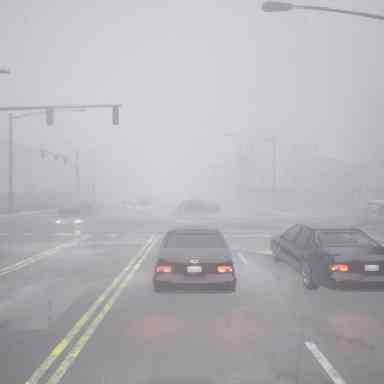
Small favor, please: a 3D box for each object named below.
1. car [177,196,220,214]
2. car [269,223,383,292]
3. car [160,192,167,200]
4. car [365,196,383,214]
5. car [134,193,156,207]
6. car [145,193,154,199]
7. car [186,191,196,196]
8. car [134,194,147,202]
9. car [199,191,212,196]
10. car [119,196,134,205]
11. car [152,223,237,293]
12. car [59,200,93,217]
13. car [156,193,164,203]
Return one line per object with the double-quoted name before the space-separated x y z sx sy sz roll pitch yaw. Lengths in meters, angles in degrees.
"car" 0.640 1.490 34.655 4.892 1.490 1.837 0 1 38
"car" 3.552 1.547 9.079 2.033 1.411 5.357 0 0 0
"car" -7.243 0.896 79.967 2.097 1.767 4.553 0 1 0
"car" 21.317 1.222 35.135 5.566 2.045 2.150 0 0 -2
"car" -7.218 1.403 51.550 1.882 1.535 5.008 0 0 0
"car" -10.757 0.951 84.450 1.837 1.490 4.892 0 1 0
"car" -0.239 0.924 78.563 2.097 1.767 4.553 0 1 0
"car" -10.712 1.257 69.698 2.033 1.411 5.357 0 1 0
"car" 3.282 0.877 73.852 2.150 2.045 5.566 0 1 0
"car" -10.752 1.421 54.981 1.812 1.442 4.674 0 1 0
"car" 0.052 1.547 8.970 2.033 1.411 5.357 0 0 0
"car" -10.695 1.476 30.961 1.882 1.535 5.008 0 0 0
"car" -7.231 1.338 65.380 1.994 1.385 4.181 0 1 0
